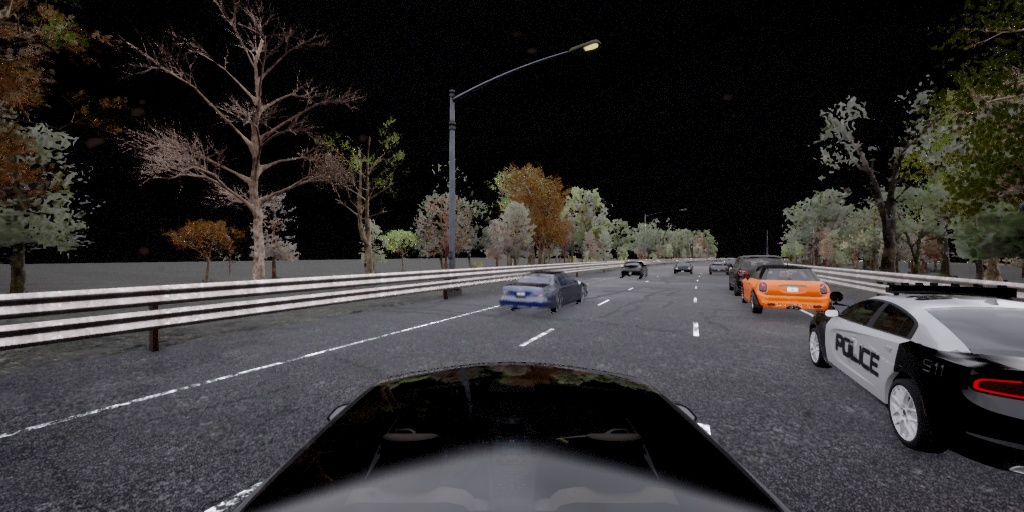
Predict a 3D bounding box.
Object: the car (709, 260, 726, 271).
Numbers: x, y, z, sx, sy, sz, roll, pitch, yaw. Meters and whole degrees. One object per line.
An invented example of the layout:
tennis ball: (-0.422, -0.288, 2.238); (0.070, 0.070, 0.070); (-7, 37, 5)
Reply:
car: (29.190, 1.334, 50.863); (2.033, 1.411, 5.357); (0, 0, 30)

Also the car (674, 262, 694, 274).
car: (19.536, 1.370, 40.690); (1.895, 1.301, 4.718); (0, 0, 29)

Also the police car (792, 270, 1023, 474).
police car: (5.634, 1.175, 4.739); (1.930, 1.638, 5.238); (0, 0, 26)

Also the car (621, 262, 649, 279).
car: (11.324, 1.263, 32.987); (1.837, 1.490, 4.892); (0, -1, 28)

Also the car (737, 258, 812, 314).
car: (10.006, 1.102, 13.437); (2.097, 1.767, 4.553); (0, 0, 27)

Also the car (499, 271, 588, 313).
car: (1.429, 1.298, 14.076); (2.033, 1.411, 5.357); (0, 0, 27)

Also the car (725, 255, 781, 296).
car: (12.749, 0.978, 18.756); (2.150, 2.045, 5.566); (0, 0, 27)

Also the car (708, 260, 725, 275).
car: (22.662, 1.262, 39.255); (2.128, 1.511, 4.902); (0, 0, 30)
